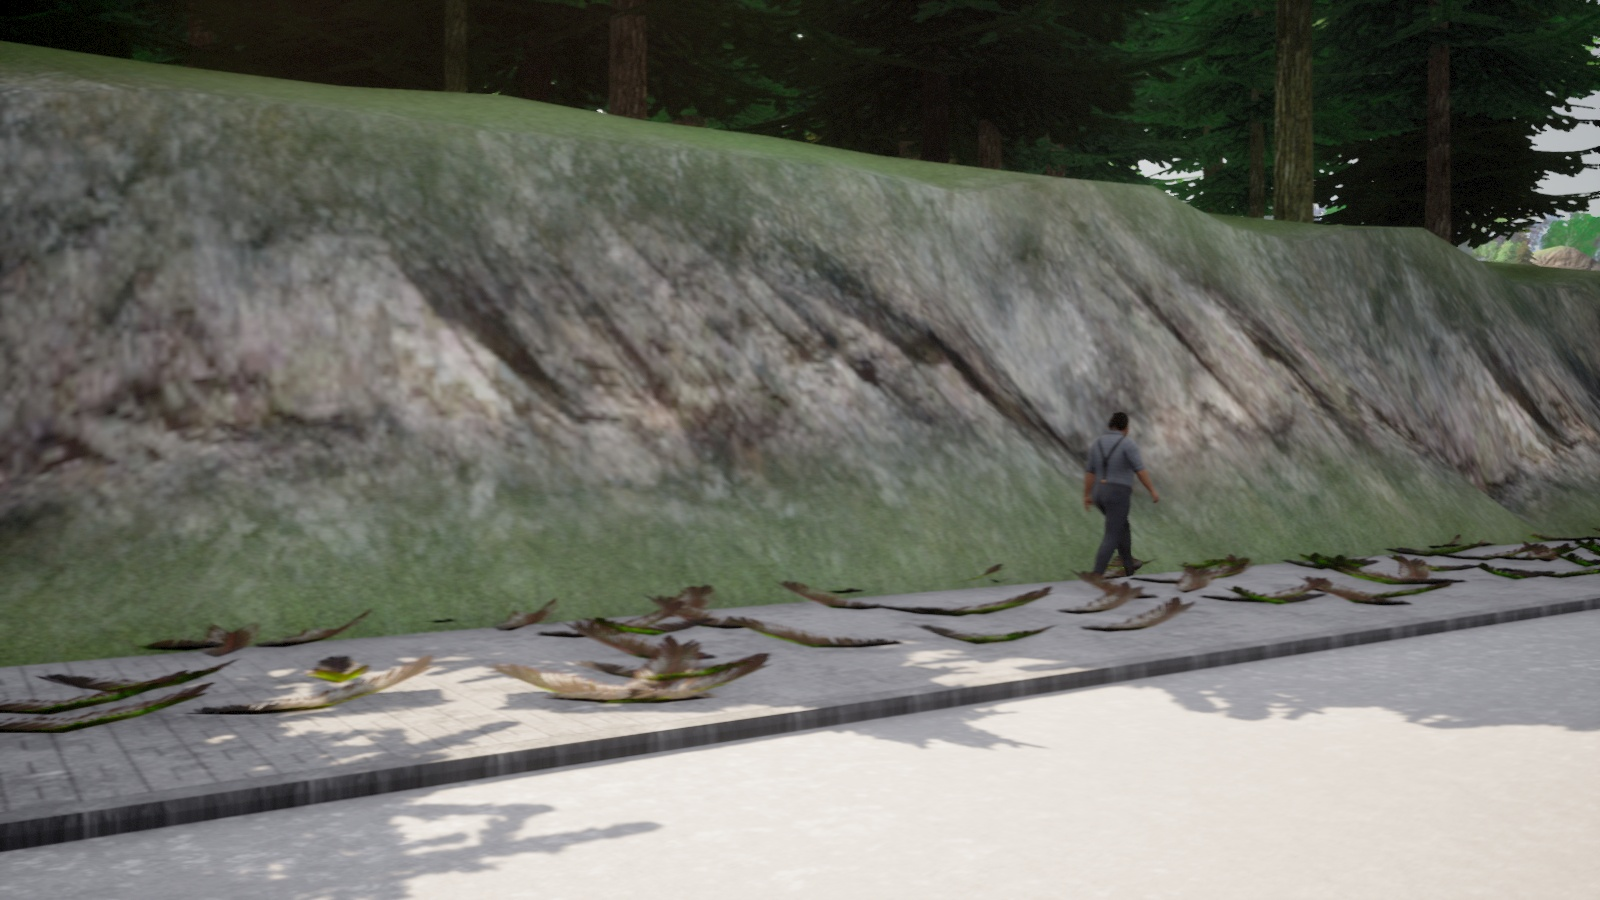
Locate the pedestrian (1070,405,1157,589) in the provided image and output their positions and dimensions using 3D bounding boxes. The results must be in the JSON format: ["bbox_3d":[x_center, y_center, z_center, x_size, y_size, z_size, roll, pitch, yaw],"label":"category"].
[{"bbox_3d":[3.241,0.472,12.993,0.694,1.848,0.540,0,0,-35],"label":"pedestrian"}]
